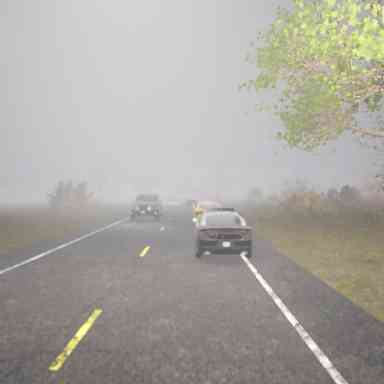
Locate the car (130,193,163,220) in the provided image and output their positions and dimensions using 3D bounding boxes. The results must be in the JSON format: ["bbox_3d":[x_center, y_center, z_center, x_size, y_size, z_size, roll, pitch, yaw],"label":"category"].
[{"bbox_3d":[-3.594,1.126,27.229,2.150,2.045,5.566,0,0,0],"label":"car"}]

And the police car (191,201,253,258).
[{"bbox_3d":[1.052,1.381,12.740,1.930,1.638,5.238,0,0,0],"label":"police car"}]

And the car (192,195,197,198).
[{"bbox_3d":[1.054,1.355,28.823,1.801,1.575,5.366,0,0,0],"label":"car"}]

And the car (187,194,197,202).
[{"bbox_3d":[0.010,1.263,66.843,1.837,1.490,4.892,0,0,0],"label":"car"}]

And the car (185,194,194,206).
[{"bbox_3d":[0.025,1.352,49.105,1.812,1.442,4.674,0,0,0],"label":"car"}]

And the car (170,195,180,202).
[{"bbox_3d":[-3.492,1.283,68.182,2.128,1.511,4.902,0,0,0],"label":"car"}]

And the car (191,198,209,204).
[{"bbox_3d":[1.053,1.399,22.632,1.882,1.535,5.008,0,0,0],"label":"car"}]
